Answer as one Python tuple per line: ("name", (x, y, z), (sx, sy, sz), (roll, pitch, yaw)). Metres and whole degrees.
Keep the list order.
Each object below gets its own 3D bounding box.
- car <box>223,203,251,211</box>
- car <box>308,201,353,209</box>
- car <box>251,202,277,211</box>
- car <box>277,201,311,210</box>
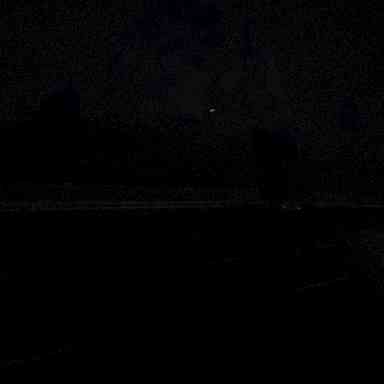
("car", (5.902, 1.888, 38.261), (4.718, 1.301, 1.895), (1, -1, -35))
("car", (13.191, 1.842, 30.563), (4.892, 1.490, 1.837), (1, -1, -35))
("car", (9.245, 1.816, 36.340), (4.902, 1.511, 2.128), (1, -1, -35))
("car", (11.150, 1.681, 33.403), (4.553, 1.767, 2.097), (1, -1, -35))
